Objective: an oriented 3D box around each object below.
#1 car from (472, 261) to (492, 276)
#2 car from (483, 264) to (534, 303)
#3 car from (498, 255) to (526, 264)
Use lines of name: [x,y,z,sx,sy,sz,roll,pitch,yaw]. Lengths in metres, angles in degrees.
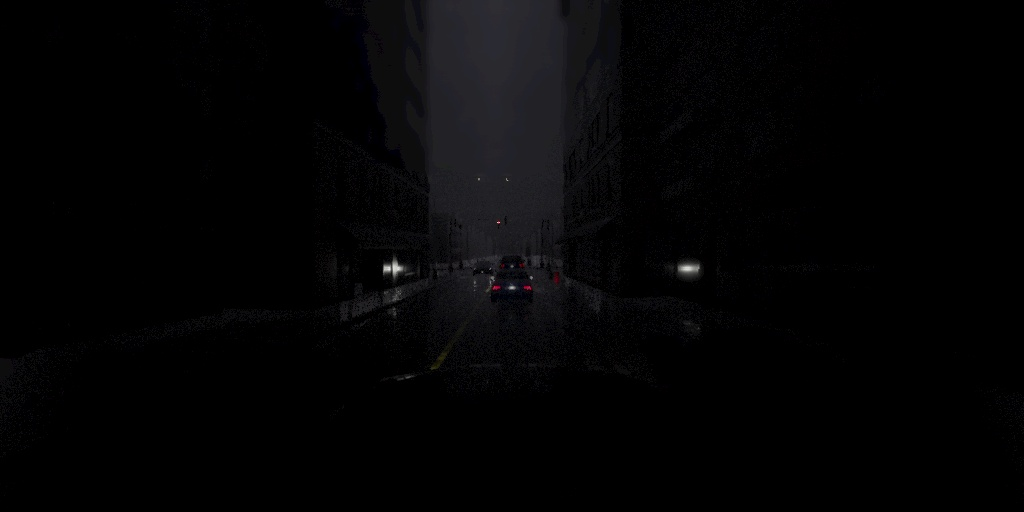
car: [-2.750,1.179,35.499,1.812,1.442,4.674,0,0,0]
car: [0.000,1.284,16.500,2.033,1.411,5.357,0,0,0]
car: [0.000,0.904,31.527,2.150,2.045,5.566,0,0,0]
